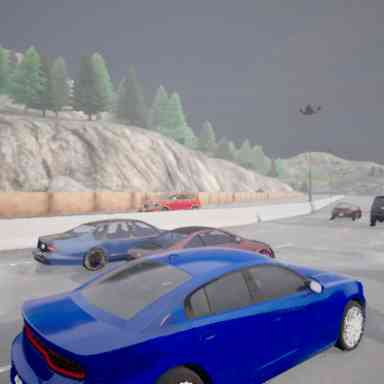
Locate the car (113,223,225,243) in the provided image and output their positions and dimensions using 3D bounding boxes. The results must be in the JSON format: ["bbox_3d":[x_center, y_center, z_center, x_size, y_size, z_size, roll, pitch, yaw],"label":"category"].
[{"bbox_3d":[0.345,1.596,8.863,4.181,1.385,1.994,0,0,-39],"label":"car"}]

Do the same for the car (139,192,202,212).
[{"bbox_3d":[-1.572,0.979,26.151,2.150,2.045,5.566,0,0,42],"label":"car"}]

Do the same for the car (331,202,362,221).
[{"bbox_3d":[13.004,1.592,27.954,1.812,1.442,4.674,0,0,34],"label":"car"}]

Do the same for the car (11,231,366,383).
[{"bbox_3d":[0.441,1.494,4.441,5.008,1.535,1.882,0,0,-38],"label":"car"}]

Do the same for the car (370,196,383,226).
[{"bbox_3d":[13.941,1.268,23.167,2.150,2.045,5.566,0,0,37],"label":"car"}]

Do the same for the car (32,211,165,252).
[{"bbox_3d":[-2.306,1.595,11.071,5.357,1.411,2.033,0,0,-39],"label":"car"}]
